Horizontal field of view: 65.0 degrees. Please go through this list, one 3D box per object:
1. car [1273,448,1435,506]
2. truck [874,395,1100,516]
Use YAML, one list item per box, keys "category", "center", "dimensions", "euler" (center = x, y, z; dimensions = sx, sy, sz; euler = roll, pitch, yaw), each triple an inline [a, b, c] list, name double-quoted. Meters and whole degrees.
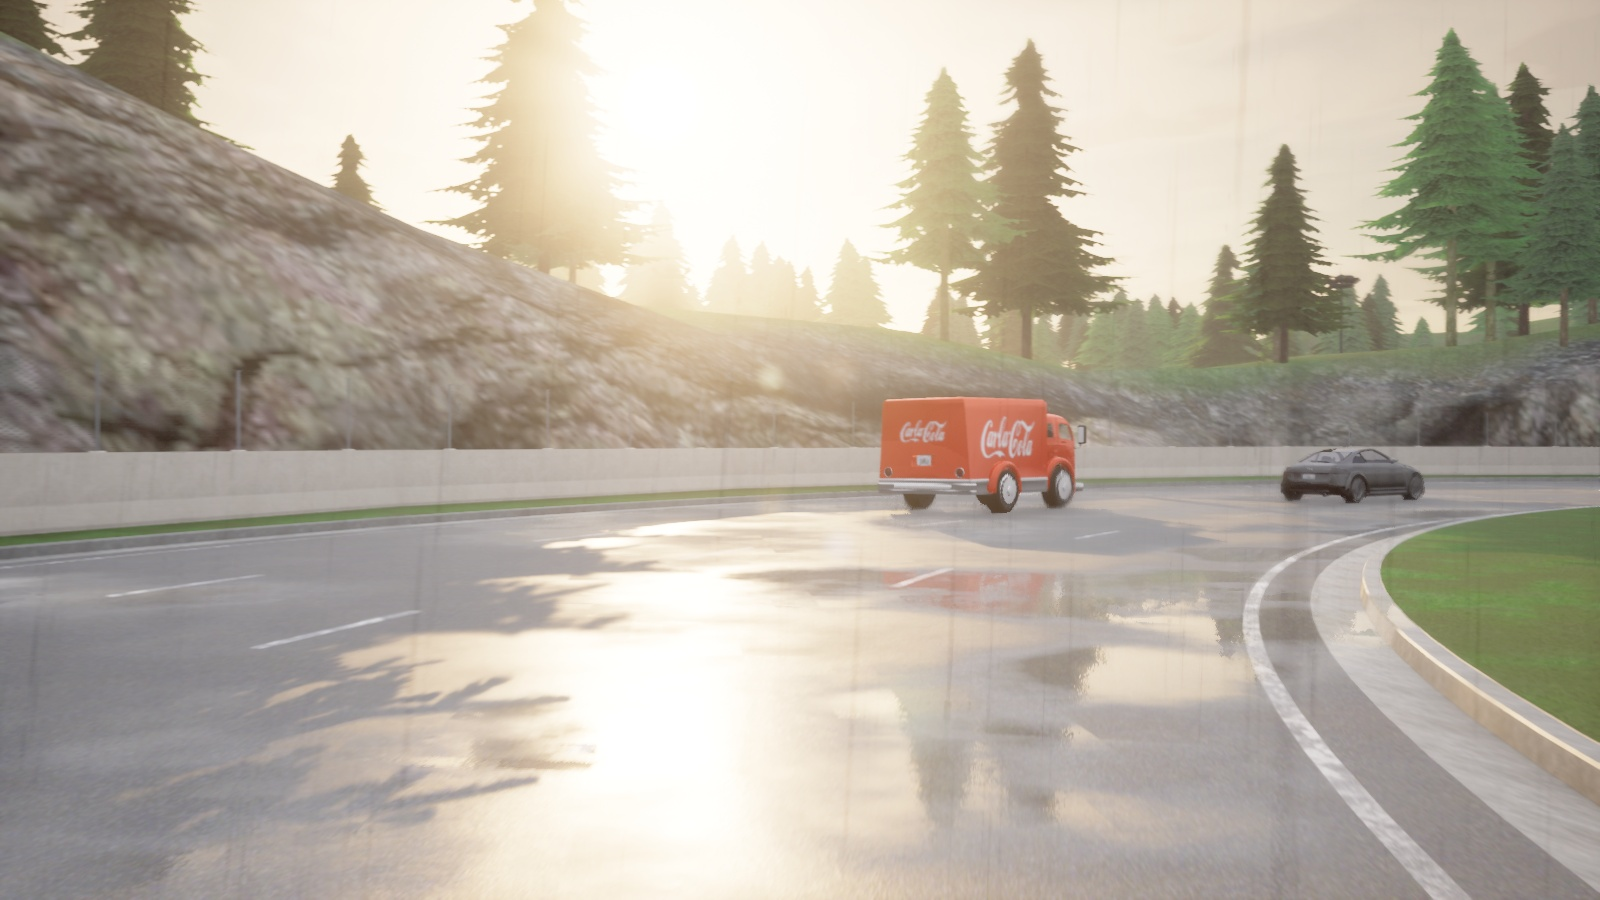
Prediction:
- category: "car"
  center: [14.395, 0.654, 32.555]
  dimensions: [4.181, 1.385, 1.994]
  euler: [0, 0, -36]
- category: "truck"
  center: [4.305, 0.108, 28.273]
  dimensions: [2.627, 2.467, 5.204]
  euler: [0, 0, 41]
